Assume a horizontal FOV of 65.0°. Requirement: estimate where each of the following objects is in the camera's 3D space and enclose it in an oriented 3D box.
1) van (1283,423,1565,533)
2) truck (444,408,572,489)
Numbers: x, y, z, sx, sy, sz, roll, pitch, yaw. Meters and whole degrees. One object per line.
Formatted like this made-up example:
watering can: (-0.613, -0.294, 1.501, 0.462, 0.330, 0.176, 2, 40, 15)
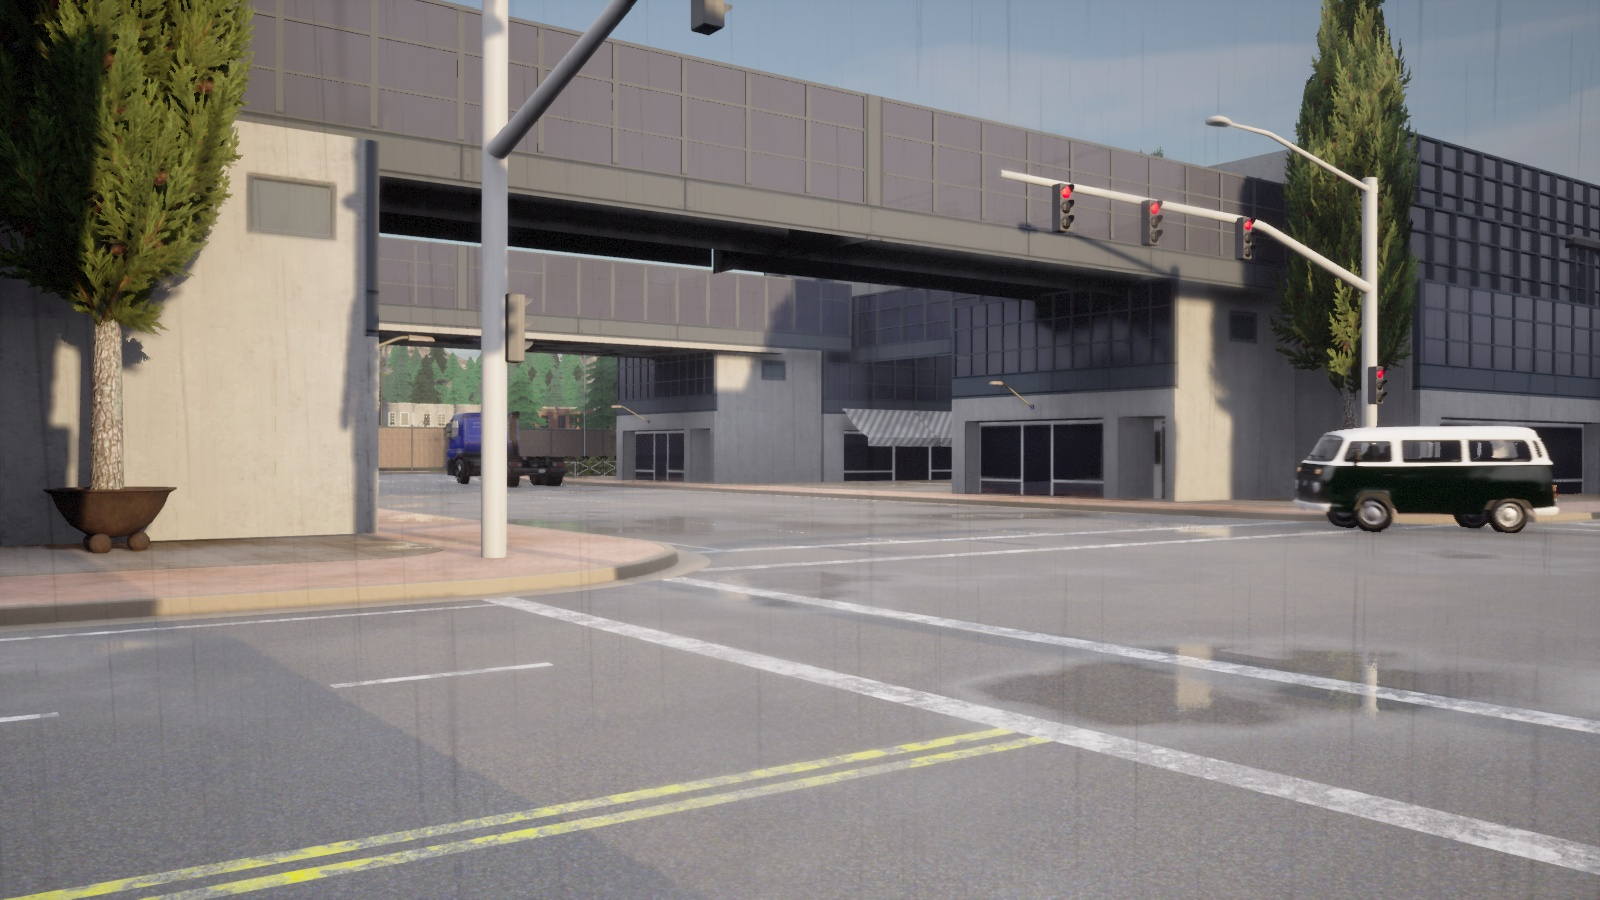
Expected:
van: (12.024, 0.502, 24.489, 4.480, 2.038, 2.069, 0, 1, 6)
truck: (-13.514, -0.067, 57.626, 2.891, 3.462, 7.936, 0, 0, -36)
